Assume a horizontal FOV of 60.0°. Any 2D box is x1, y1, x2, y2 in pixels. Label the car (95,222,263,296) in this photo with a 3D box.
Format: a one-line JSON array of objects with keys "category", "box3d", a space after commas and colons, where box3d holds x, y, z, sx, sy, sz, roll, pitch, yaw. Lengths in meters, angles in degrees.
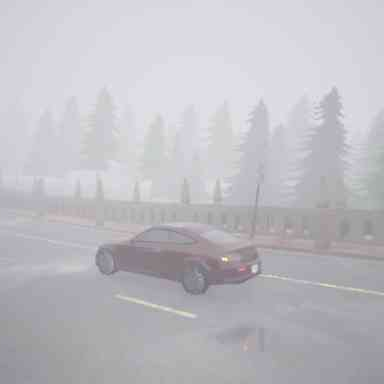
[{"category": "car", "box3d": [-0.497, 1.517, 8.645, 4.674, 1.442, 1.812, 0, 0, 35]}]
